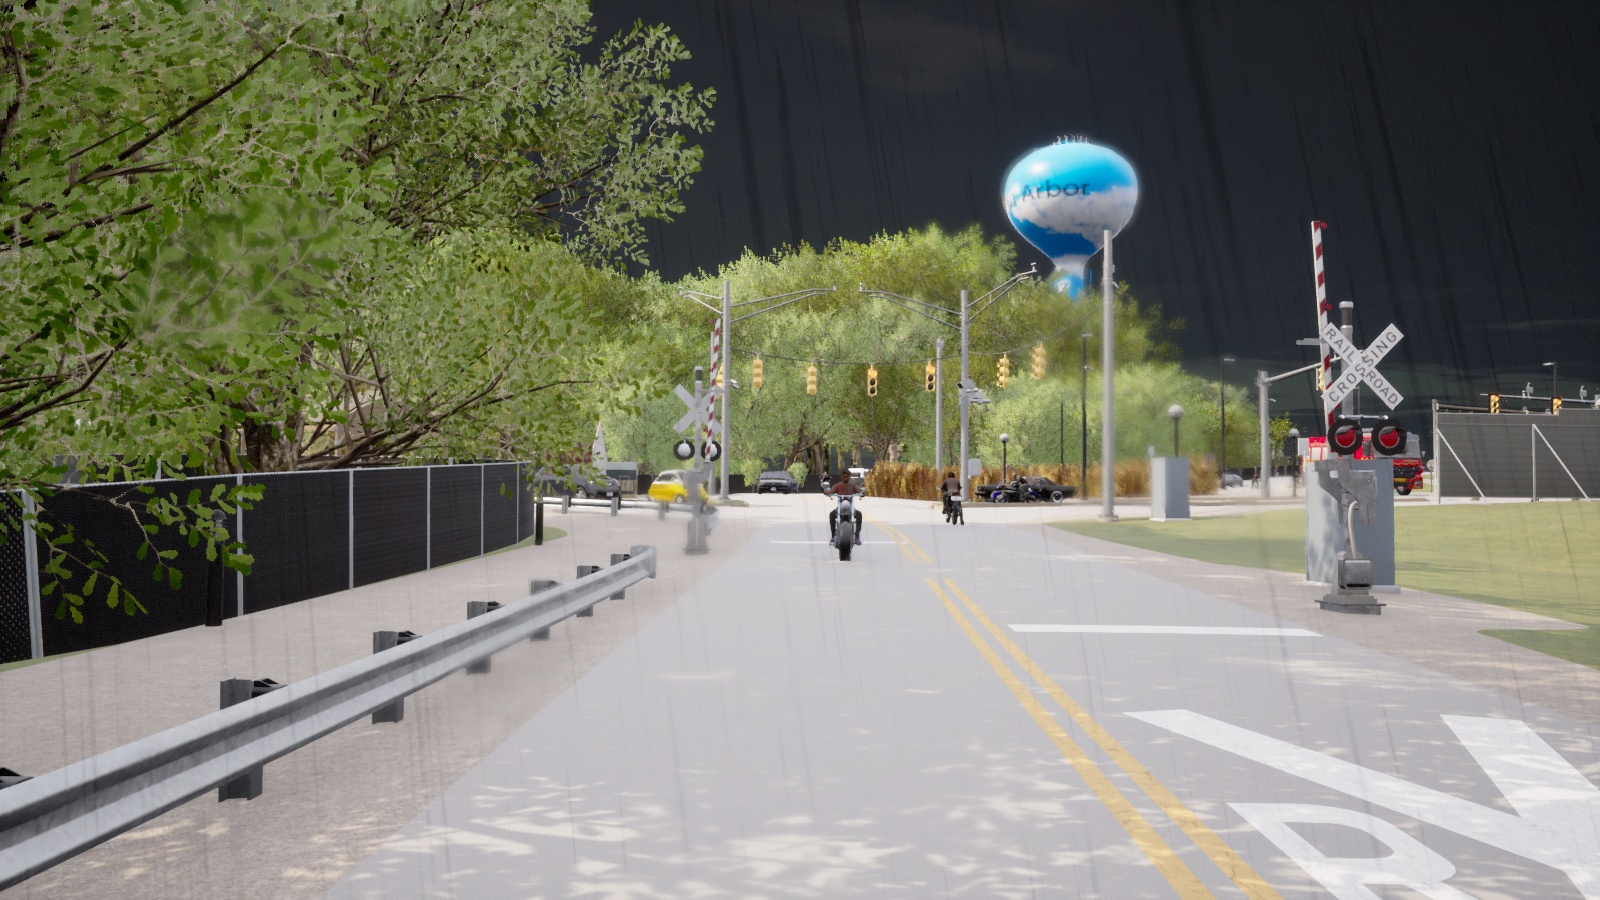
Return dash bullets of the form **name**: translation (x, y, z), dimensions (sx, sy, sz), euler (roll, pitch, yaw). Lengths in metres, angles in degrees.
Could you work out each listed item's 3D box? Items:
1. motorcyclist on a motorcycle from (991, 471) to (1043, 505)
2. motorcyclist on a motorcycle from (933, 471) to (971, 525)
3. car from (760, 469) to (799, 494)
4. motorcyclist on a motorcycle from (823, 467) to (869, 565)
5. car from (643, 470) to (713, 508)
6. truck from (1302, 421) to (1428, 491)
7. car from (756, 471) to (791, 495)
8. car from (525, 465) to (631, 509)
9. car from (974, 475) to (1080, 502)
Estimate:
- **motorcyclist on a motorcycle**: translation (9.848, 1.730, 57.019), dimensions (2.191, 1.530, 0.866), euler (0, -1, -4)
- **motorcyclist on a motorcycle**: translation (4.413, 1.370, 36.557), dimensions (0.797, 1.523, 2.044), euler (1, -1, -1)
- **car**: translation (-1.454, 2.297, 90.586), dimensions (2.097, 1.767, 4.553), euler (0, -2, 9)
- **motorcyclist on a motorcycle**: translation (0.826, 1.135, 22.378), dimensions (0.766, 1.649, 2.350), euler (0, -1, 2)
- **car**: translation (-4.662, 1.502, 47.847), dimensions (2.207, 1.376, 1.481), euler (-2, -3, 34)
- **truck**: translation (32.594, 0.409, 72.911), dimensions (2.891, 3.827, 8.468), euler (0, -1, -5)
- **car**: translation (-1.637, 2.011, 76.342), dimensions (2.033, 1.411, 5.357), euler (0, -2, -2)
- **car**: translation (-7.957, 1.329, 44.830), dimensions (3.633, 1.501, 1.845), euler (-1, -3, 41)
- **car**: translation (10.898, 1.855, 60.602), dimensions (4.718, 1.301, 1.895), euler (0, -1, -4)
